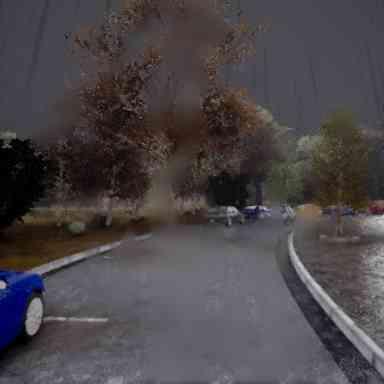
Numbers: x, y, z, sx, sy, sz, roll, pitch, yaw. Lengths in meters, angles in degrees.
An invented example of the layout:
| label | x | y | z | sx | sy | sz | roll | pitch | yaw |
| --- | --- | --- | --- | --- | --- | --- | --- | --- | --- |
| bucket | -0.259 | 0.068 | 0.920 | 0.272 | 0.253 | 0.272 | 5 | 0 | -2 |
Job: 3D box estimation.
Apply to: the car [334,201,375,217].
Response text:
| label | x | y | z | sx | sy | sz | roll | pitch | yaw |
| --- | --- | --- | --- | --- | --- | --- | --- | --- | --- |
| car | 18.628 | 2.065 | 38.160 | 4.674 | 1.442 | 1.812 | 1 | -4 | -37 |

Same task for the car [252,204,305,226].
| label | x | y | z | sx | sy | sz | roll | pitch | yaw |
| --- | --- | --- | --- | --- | --- | --- | --- | --- | --- |
| car | 6.606 | 1.747 | 24.938 | 2.033 | 1.411 | 5.357 | -3 | -2 | 30 |

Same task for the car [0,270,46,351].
| label | x | y | z | sx | sy | sz | roll | pitch | yaw |
| --- | --- | --- | --- | --- | --- | --- | --- | --- | --- |
| car | -3.385 | 1.501 | 3.591 | 2.097 | 1.535 | 5.008 | 0 | -1 | 0 |

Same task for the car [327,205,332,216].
| label | x | y | z | sx | sy | sz | roll | pitch | yaw |
| --- | --- | --- | --- | --- | --- | --- | --- | --- | --- |
| car | 17.738 | 2.302 | 42.156 | 4.892 | 1.521 | 2.231 | 1 | -4 | -33 |

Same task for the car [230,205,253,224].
| label | x | y | z | sx | sy | sz | roll | pitch | yaw |
| --- | --- | --- | --- | --- | --- | --- | --- | --- | --- |
| car | 5.811 | 1.905 | 30.179 | 2.097 | 1.535 | 5.008 | -3 | -4 | 34 |

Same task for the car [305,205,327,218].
| label | x | y | z | sx | sy | sz | roll | pitch | yaw |
| --- | --- | --- | --- | --- | --- | --- | --- | --- | --- |
| car | 13.192 | 2.199 | 38.652 | 5.008 | 1.535 | 2.097 | 1 | -4 | -42 |

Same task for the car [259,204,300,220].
| label | x | y | z | sx | sy | sz | roll | pitch | yaw |
| --- | --- | --- | --- | --- | --- | --- | --- | --- | --- |
| car | 9.201 | 2.050 | 34.733 | 2.231 | 1.521 | 4.892 | -4 | -4 | 40 |

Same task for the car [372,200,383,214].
| label | x | y | z | sx | sy | sz | roll | pitch | yaw |
| --- | --- | --- | --- | --- | --- | --- | --- | --- | --- |
| car | 27.874 | 2.101 | 47.443 | 5.566 | 2.045 | 2.435 | 0 | -4 | -22 |
